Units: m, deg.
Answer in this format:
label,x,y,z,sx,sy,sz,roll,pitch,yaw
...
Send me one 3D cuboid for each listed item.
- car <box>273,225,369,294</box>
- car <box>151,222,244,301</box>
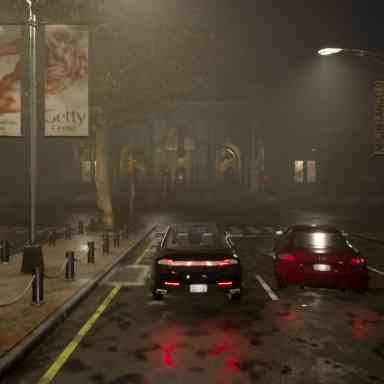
label,x,y,z,sx,sy,sz,roll,pitch,yaw
car,3.252,1.564,8.967,1.994,1.385,4.181,0,0,14
car,0.080,1.492,8.316,2.128,1.511,4.902,0,0,-1
